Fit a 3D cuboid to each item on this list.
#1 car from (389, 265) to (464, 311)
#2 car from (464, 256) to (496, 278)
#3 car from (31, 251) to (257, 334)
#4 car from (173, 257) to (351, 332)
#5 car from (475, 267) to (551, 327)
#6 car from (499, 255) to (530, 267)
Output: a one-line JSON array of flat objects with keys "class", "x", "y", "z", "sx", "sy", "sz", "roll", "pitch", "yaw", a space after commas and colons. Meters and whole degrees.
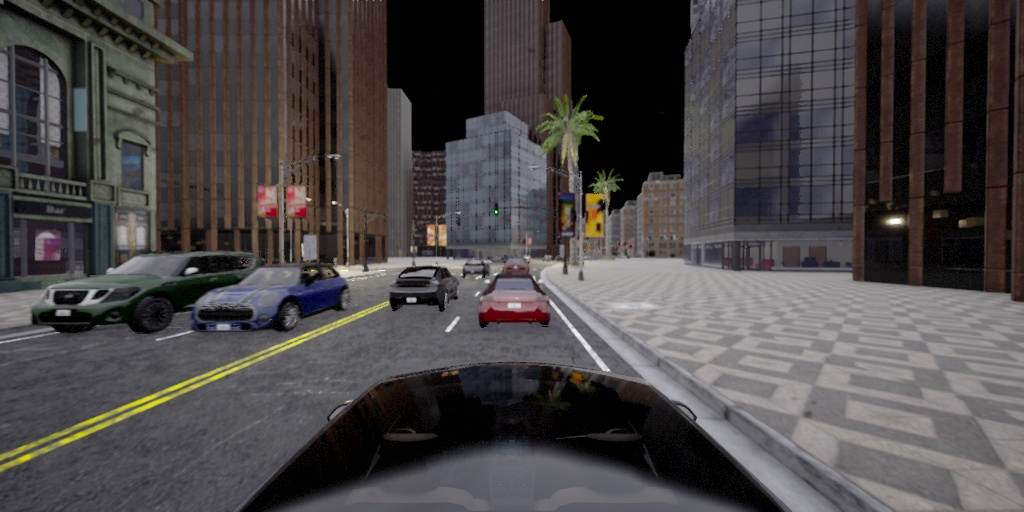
[{"class": "car", "x": -3.185, "y": 1.129, "z": 13.754, "sx": 1.837, "sy": 1.490, "sz": 4.892, "roll": 0, "pitch": 0, "yaw": 0}, {"class": "car", "x": -2.829, "y": 0.963, "z": 29.490, "sx": 2.128, "sy": 1.511, "sz": 4.902, "roll": 0, "pitch": 1, "yaw": 3}, {"class": "car", "x": -9.875, "y": 0.879, "z": 10.647, "sx": 2.150, "sy": 2.045, "sz": 5.566, "roll": 0, "pitch": 0, "yaw": 0}, {"class": "car", "x": -6.613, "y": 1.010, "z": 10.449, "sx": 2.097, "sy": 1.767, "sz": 4.553, "roll": 0, "pitch": 1, "yaw": 0}, {"class": "car", "x": 0.068, "y": 1.216, "z": 11.178, "sx": 1.994, "sy": 1.385, "sz": 4.181, "roll": 0, "pitch": 1, "yaw": 0}, {"class": "car", "x": 0.393, "y": 0.830, "z": 28.916, "sx": 2.097, "sy": 1.767, "sz": 4.553, "roll": 0, "pitch": 1, "yaw": 3}]
